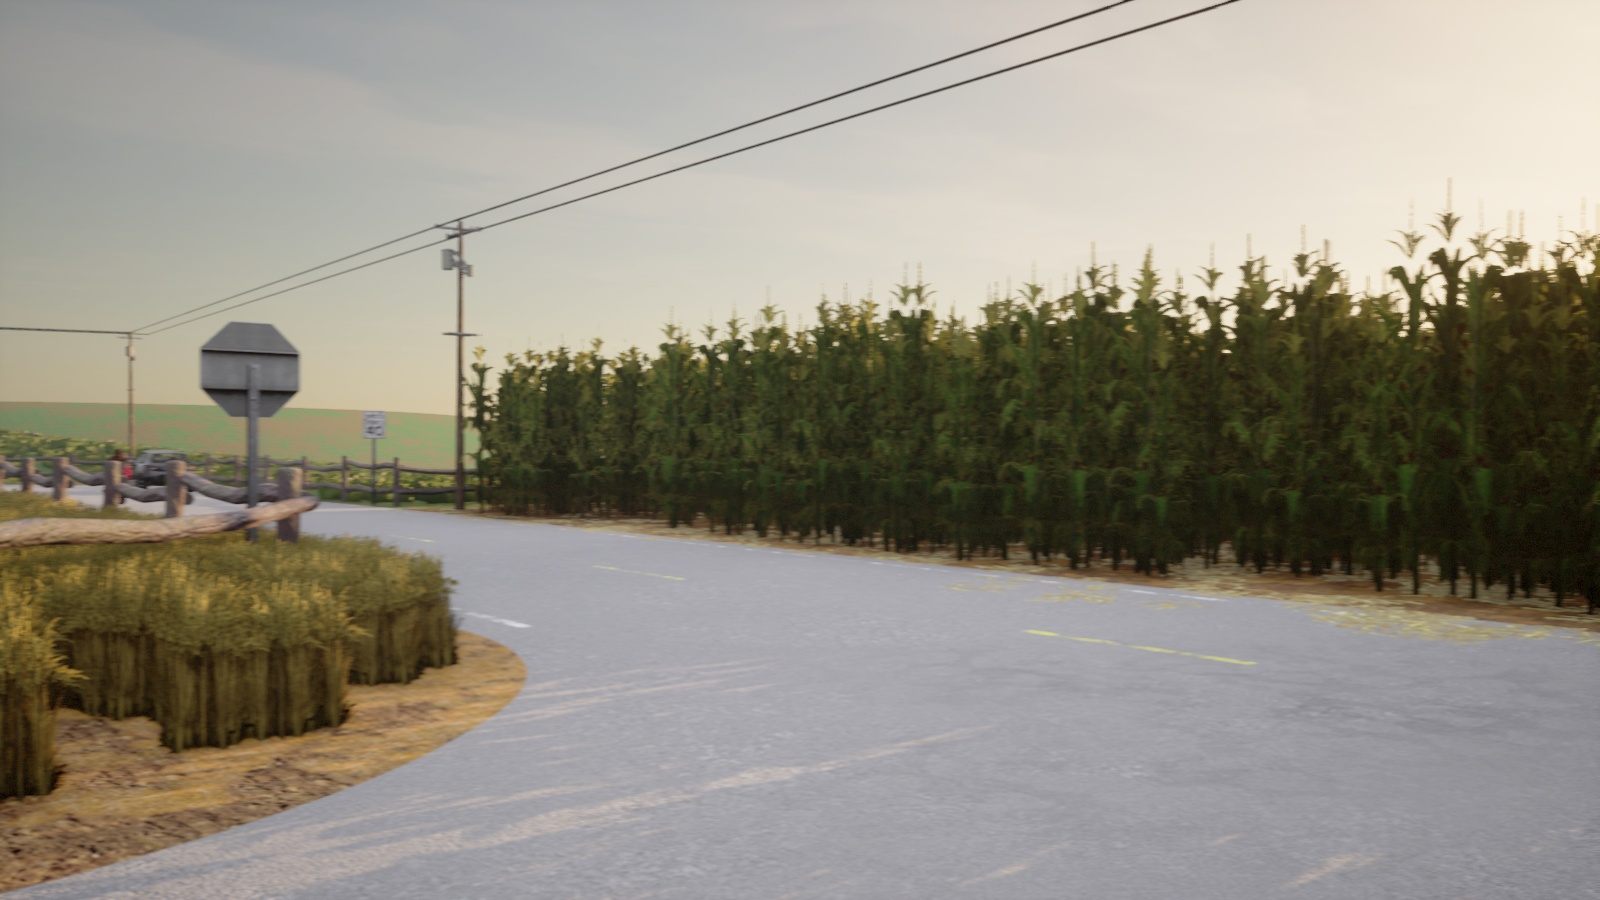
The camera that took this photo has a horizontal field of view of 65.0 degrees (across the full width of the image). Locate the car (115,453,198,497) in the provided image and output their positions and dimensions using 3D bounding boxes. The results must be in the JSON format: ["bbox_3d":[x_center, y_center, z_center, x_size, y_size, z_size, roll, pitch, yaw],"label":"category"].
[{"bbox_3d":[-22.638,0.833,44.115,1.816,1.474,4.193,0,0,-38],"label":"car"}]

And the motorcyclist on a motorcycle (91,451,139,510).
[{"bbox_3d":[-18.114,0.784,33.184,0.797,1.523,2.044,0,0,-38],"label":"motorcyclist on a motorcycle"}]
